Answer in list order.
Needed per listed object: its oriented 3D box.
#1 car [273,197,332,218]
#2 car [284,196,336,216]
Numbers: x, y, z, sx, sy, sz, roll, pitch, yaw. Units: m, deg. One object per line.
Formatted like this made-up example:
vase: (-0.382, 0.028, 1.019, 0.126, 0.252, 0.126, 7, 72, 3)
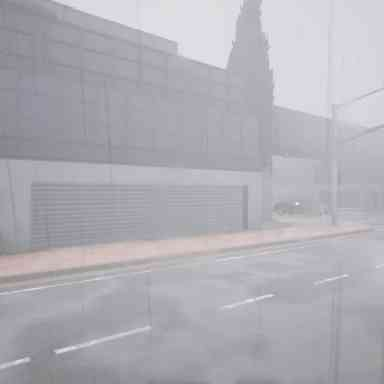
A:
car: (9.695, 1.487, 30.350, 2.128, 1.511, 4.902, 0, 0, -37)
car: (11.785, 1.347, 33.407, 2.097, 1.767, 4.553, 0, 0, -37)
